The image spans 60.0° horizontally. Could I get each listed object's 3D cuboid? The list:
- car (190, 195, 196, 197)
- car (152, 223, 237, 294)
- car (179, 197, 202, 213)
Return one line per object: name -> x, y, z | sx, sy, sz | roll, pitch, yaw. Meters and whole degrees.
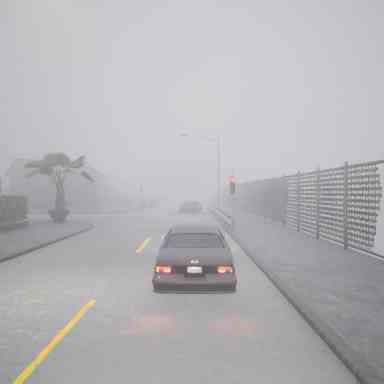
car -> 0.059, 1.552, 86.582 | 1.994, 1.385, 4.181 | 0, 0, 0
car -> 0.069, 1.547, 8.932 | 2.033, 1.411, 5.357 | 0, 0, 1
car -> -0.132, 1.564, 36.543 | 1.994, 1.385, 4.181 | 0, 0, 10
